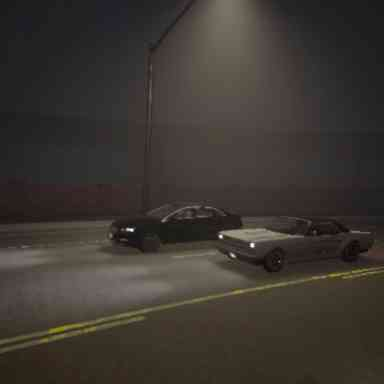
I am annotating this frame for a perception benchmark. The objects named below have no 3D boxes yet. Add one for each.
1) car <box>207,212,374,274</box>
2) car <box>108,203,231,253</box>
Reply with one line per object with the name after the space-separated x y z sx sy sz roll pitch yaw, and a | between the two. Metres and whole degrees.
3.062 1.392 9.833 4.718 1.301 1.895 1 2 -27 | car
-0.434 1.147 11.798 4.902 1.511 2.128 1 2 -29 | car
